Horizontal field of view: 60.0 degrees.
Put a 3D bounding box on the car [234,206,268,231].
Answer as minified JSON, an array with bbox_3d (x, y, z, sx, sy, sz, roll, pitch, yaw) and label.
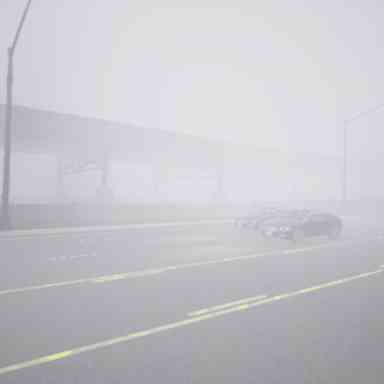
[{"bbox_3d":[4.723,1.630,20.169,4.902,1.511,2.128,1,0,-35],"label":"car"}]

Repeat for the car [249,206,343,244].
[{"bbox_3d":[5.475,1.617,16.435,4.902,1.511,2.128,1,0,-35],"label":"car"}]
